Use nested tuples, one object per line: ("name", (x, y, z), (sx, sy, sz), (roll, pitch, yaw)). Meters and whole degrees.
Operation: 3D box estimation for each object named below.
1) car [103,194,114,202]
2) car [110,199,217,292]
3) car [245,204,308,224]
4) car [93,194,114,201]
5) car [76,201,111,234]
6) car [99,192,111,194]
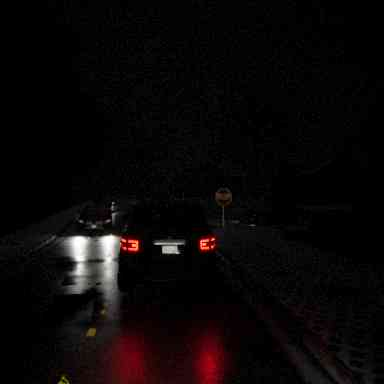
("car", (-16.764, 1.261, 66.991), (1.837, 1.490, 4.892), (0, 0, -9))
("car", (-0.749, 1.219, 9.185), (2.150, 2.045, 5.566), (0, 0, -7))
("car", (6.567, 1.678, 25.693), (5.008, 1.535, 1.882), (1, -3, -12))
("car", (-9.919, 1.303, 37.064), (1.882, 1.535, 5.008), (1, 0, -14))
("car", (-5.485, 1.464, 19.051), (1.812, 1.442, 4.674), (1, 0, -14))
("car", (-13.287, 0.986, 50.785), (2.150, 2.045, 5.566), (1, 0, -13))
